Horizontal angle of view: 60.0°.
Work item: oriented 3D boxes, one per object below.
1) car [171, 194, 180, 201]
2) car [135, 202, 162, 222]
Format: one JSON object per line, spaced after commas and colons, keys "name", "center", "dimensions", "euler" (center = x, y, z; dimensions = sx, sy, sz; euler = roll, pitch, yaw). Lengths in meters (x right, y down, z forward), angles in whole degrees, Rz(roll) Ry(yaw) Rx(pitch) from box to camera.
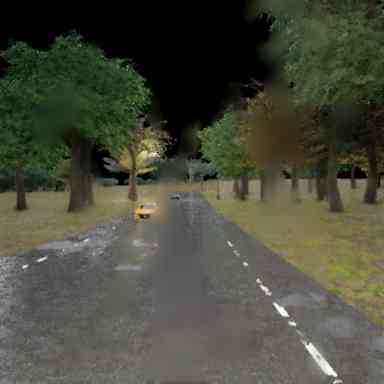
{"name": "car", "center": [-3.501, 1.143, 70.094], "dimensions": [1.895, 1.301, 4.718], "euler": [0, 1, 0]}
{"name": "car", "center": [-3.600, 1.641, 28.107], "dimensions": [1.882, 1.535, 5.008], "euler": [0, 0, 0]}
